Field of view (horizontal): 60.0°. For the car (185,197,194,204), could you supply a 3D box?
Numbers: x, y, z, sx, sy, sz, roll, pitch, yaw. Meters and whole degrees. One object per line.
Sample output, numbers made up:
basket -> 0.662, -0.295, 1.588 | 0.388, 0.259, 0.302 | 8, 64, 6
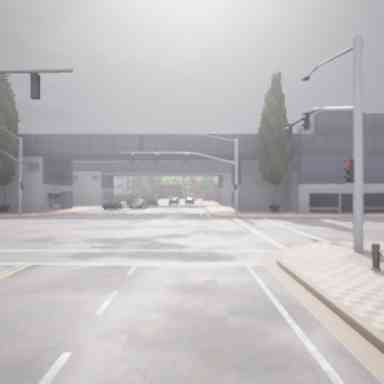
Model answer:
car -> -0.514, 1.988, 72.880 | 1.994, 1.385, 4.181 | 0, 0, 0

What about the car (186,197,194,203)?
car -> -0.466, 1.948, 81.166 | 1.994, 1.385, 4.181 | 0, 0, 0

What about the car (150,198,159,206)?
car -> -7.579, 1.862, 64.340 | 1.882, 1.535, 5.008 | 0, 0, 1

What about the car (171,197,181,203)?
car -> -3.966, 1.930, 81.259 | 2.128, 1.511, 4.902 | 0, 0, 0

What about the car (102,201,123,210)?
car -> -11.241, 1.883, 47.164 | 1.895, 1.301, 4.718 | 0, 0, 1

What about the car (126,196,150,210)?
car -> -7.736, 1.776, 47.715 | 2.128, 1.511, 4.902 | 0, 0, 1

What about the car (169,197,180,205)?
car -> -4.022, 1.967, 71.571 | 2.033, 1.411, 5.357 | 0, 0, 0
